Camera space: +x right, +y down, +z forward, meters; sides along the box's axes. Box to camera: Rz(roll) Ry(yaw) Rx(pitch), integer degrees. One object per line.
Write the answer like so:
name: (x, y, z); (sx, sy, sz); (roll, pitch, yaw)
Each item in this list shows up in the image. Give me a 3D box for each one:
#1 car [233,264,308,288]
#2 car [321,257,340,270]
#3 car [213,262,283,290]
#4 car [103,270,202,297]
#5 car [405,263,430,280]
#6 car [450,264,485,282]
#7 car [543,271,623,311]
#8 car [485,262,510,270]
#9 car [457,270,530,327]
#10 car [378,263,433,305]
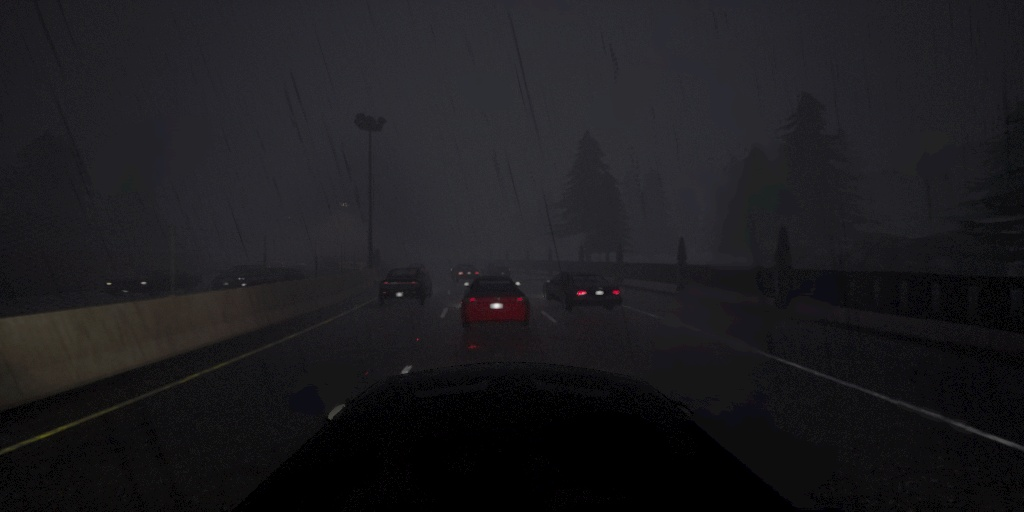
car: (-12.489, 1.342, 19.209); (1.812, 1.442, 4.674); (0, 0, -12)
car: (-29.459, 1.143, 58.084); (2.150, 2.045, 5.566); (0, 0, -36)
car: (-16.886, 1.329, 22.826); (2.128, 1.511, 4.902); (0, 0, -14)
car: (-19.756, 1.446, 20.012); (1.895, 1.301, 4.718); (0, 0, -13)
car: (-8.942, 1.380, 33.686); (1.994, 1.385, 4.181); (0, 0, -18)
car: (-3.914, 1.340, 29.456); (2.033, 1.411, 5.357); (0, 0, -16)
car: (2.646, 1.300, 14.620); (2.033, 1.411, 5.357); (0, 0, -7)
car: (-1.464, 1.312, 33.325); (1.812, 1.442, 4.674); (0, 0, -17)
car: (-0.622, 1.326, 11.706); (1.994, 1.385, 4.181); (0, 0, -6)
car: (-4.700, 1.274, 16.237); (2.128, 1.511, 4.902); (0, 0, -8)
